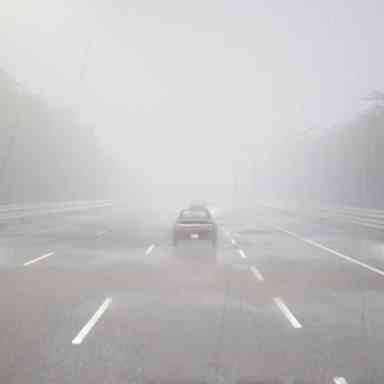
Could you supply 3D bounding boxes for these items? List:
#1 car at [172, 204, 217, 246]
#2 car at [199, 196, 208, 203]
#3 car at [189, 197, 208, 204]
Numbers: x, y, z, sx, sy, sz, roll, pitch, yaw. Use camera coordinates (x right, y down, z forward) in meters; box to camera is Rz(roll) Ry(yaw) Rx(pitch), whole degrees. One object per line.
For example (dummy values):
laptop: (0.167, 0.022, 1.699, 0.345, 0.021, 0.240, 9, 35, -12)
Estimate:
car: (0.142, 1.505, 15.292, 2.128, 1.511, 4.902, 0, 0, 1)
car: (2.821, 1.812, 81.769, 2.128, 1.511, 4.902, 0, 0, 3)
car: (0.643, 1.580, 34.363, 1.812, 1.442, 4.674, 0, 0, 2)
